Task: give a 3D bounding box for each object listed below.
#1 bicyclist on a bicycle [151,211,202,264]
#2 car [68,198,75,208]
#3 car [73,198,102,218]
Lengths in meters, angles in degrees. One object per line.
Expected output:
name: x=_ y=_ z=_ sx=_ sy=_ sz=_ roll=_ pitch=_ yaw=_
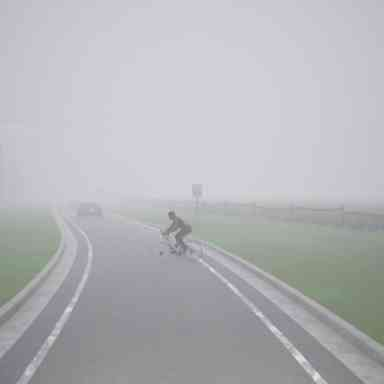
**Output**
bicyclist on a bicycle: x=-0.479 y=1.428 z=10.437 sx=1.656 sy=1.620 sz=0.582 roll=0 pitch=1 yaw=-12
car: x=-16.437 y=1.509 z=47.121 sx=1.812 sy=1.442 sz=4.674 roll=0 pitch=0 yaw=-22
car: x=-9.499 y=1.553 z=30.540 sx=1.994 sy=1.385 sz=4.181 roll=0 pitch=0 yaw=-24
